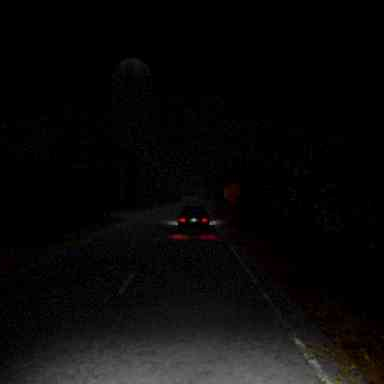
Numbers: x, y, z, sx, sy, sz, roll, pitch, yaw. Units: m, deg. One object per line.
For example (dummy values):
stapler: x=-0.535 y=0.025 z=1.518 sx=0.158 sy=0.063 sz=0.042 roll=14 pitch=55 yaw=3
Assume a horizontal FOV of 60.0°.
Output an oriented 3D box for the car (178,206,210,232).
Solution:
car: x=0.107 y=1.538 z=20.098 sx=2.033 sy=1.411 sz=5.357 roll=0 pitch=0 yaw=0
